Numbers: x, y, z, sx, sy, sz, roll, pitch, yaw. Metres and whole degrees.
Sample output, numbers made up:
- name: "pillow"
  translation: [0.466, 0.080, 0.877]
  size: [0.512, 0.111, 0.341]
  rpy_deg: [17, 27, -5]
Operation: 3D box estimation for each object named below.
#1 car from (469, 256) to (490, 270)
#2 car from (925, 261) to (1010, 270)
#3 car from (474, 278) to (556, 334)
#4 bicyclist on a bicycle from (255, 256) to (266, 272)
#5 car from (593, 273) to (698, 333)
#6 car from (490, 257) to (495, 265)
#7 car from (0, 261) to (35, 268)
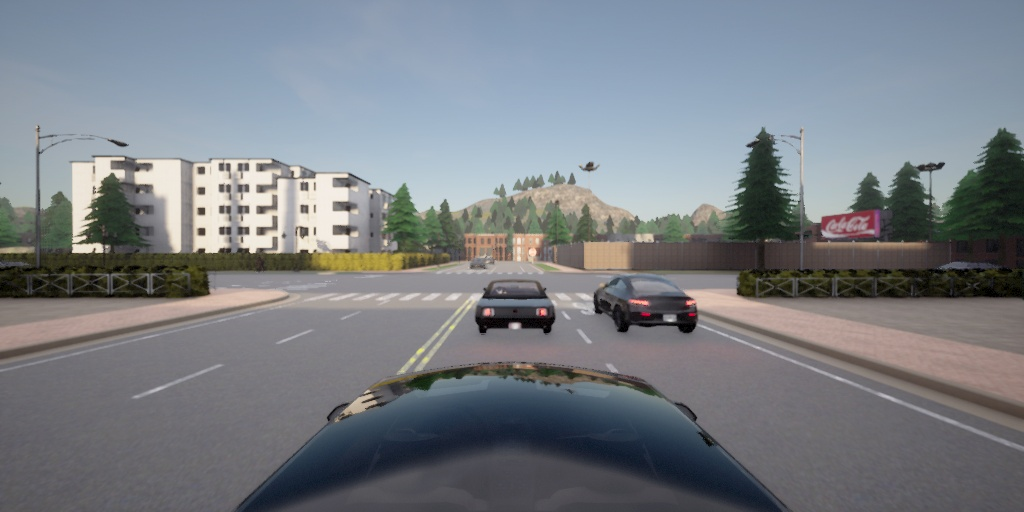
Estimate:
- name: "car"
  translation: [-4.221, 0.959, 45.278]
  size: [1.837, 1.490, 4.892]
  rpy_deg: [0, 0, 0]
- name: "car"
  translation: [36.002, 1.127, 28.461]
  size: [5.357, 1.411, 2.033]
  rpy_deg: [0, 0, 1]
- name: "car"
  translation: [0.081, 1.295, 10.383]
  size: [1.895, 1.301, 4.718]
  rpy_deg: [0, 0, 0]
- name: "bicyclist on a bicycle"
  translation: [-25.267, 0.830, 36.050]
  size: [0.582, 1.620, 1.656]
  rpy_deg: [0, 1, 0]
- name: "car"
  translation: [3.624, 1.220, 10.384]
  size: [1.812, 1.442, 4.674]
  rpy_deg: [0, 0, 2]
- name: "car"
  translation: [-4.139, 0.827, 64.101]
  size: [2.128, 1.511, 4.902]
  rpy_deg: [0, 0, 0]
- name: "car"
  translation: [-35.167, 1.091, 25.045]
  size: [4.902, 1.511, 2.128]
  rpy_deg: [0, 0, 0]
